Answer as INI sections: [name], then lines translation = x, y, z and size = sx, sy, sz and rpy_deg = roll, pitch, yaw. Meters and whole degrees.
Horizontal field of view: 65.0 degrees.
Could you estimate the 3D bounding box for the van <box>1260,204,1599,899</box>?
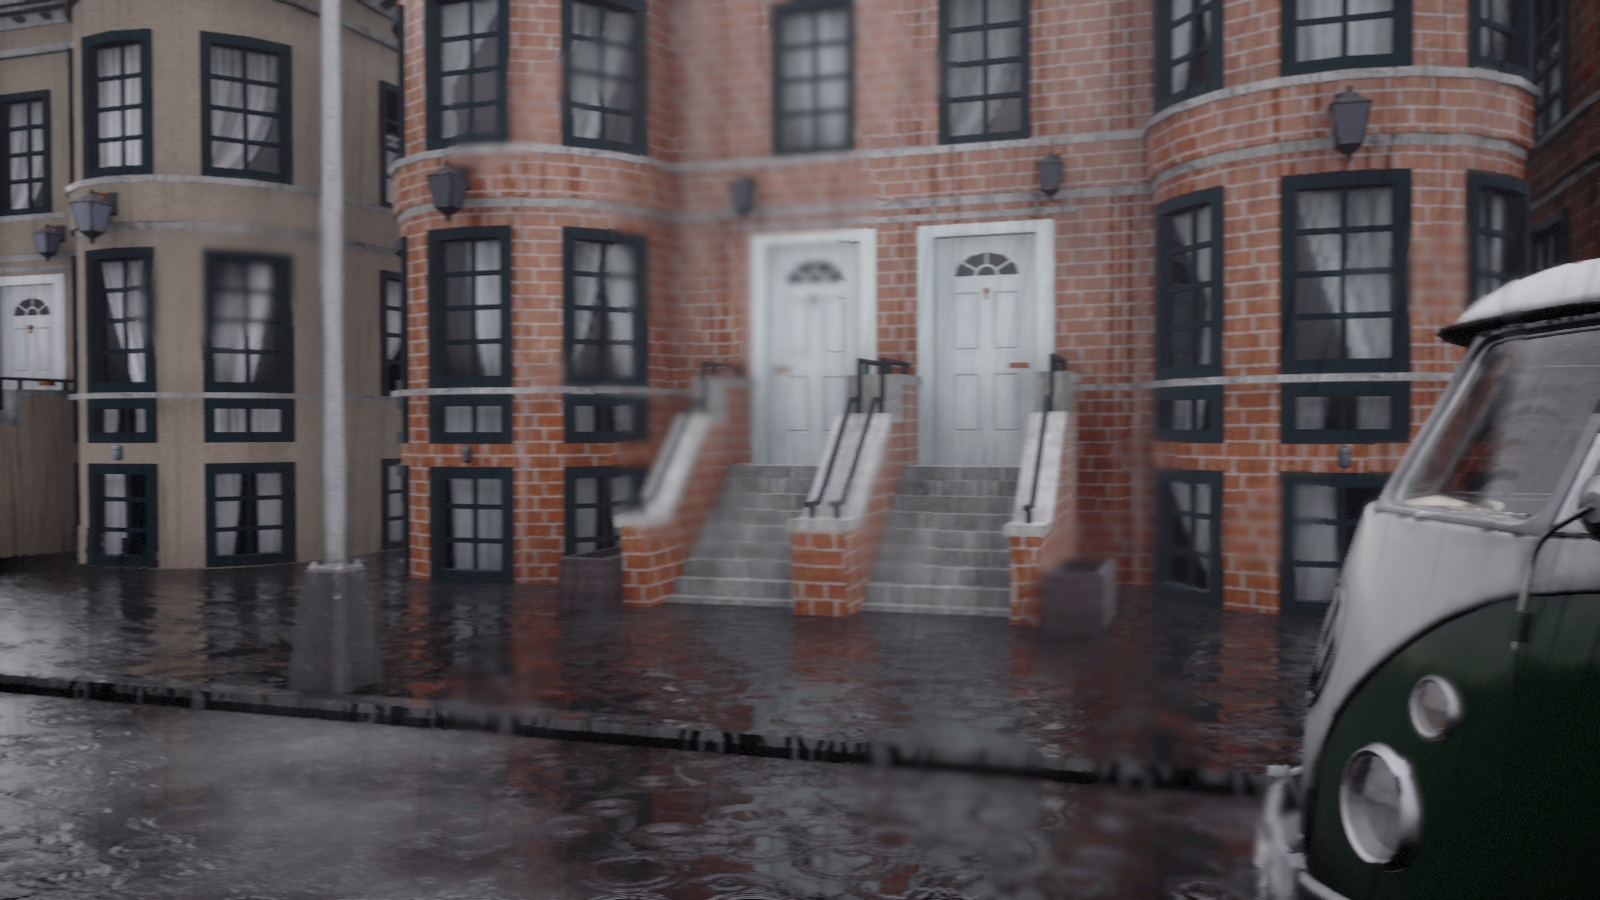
[van]
translation = 3.348, 0.550, 2.591
size = 4.442, 1.987, 1.775
rpy_deg = 1, 1, 19
